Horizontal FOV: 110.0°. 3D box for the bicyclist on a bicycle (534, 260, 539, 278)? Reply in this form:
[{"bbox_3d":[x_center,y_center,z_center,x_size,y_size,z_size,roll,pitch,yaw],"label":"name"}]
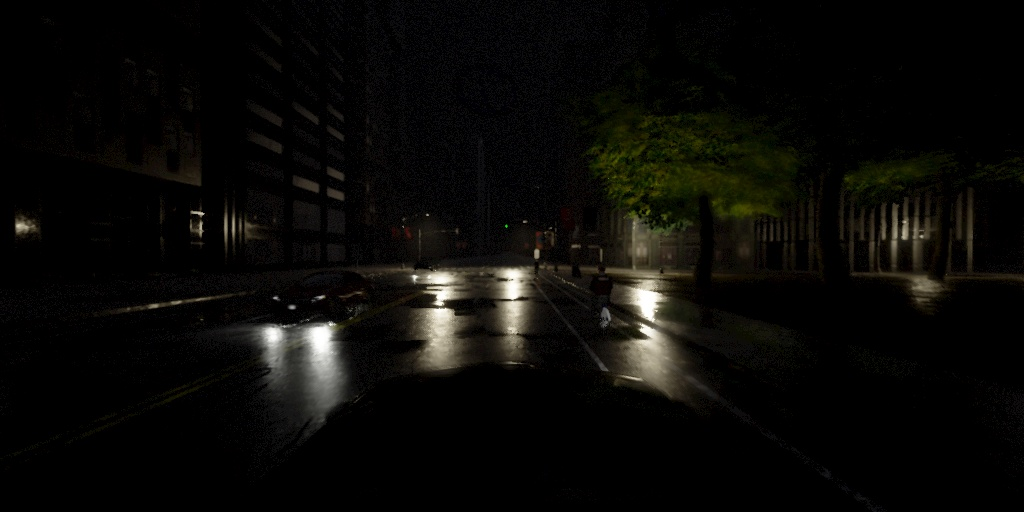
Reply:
[{"bbox_3d":[2.262,1.171,32.803,0.582,1.620,1.656,0,0,0],"label":"bicyclist on a bicycle"}]

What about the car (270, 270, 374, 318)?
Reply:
[{"bbox_3d":[-6.596,1.256,13.086,1.812,1.442,4.674,0,0,0],"label":"car"}]

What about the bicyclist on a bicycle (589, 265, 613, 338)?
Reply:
[{"bbox_3d":[2.252,1.107,9.197,0.659,1.776,1.843,0,0,0],"label":"bicyclist on a bicycle"}]

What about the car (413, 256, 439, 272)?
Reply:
[{"bbox_3d":[-9.734,0.791,41.000,2.097,1.767,4.553,0,0,0],"label":"car"}]
